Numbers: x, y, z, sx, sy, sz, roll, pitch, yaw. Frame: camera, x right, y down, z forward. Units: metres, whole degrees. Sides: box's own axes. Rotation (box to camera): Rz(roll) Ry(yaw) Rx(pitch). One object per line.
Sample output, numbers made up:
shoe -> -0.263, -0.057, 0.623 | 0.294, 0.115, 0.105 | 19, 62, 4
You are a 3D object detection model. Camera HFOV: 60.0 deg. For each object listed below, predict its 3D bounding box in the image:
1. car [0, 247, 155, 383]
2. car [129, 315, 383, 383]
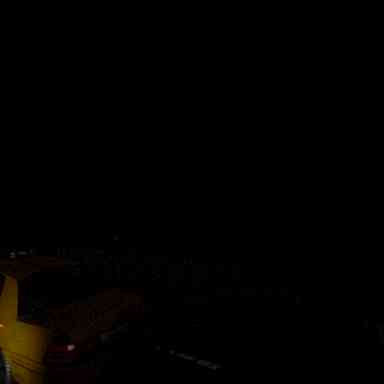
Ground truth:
car -> -2.697, 1.524, 5.012 | 4.829, 1.417, 1.752 | 0, 1, 35
car -> 1.990, 1.551, 1.672 | 4.403, 1.369, 2.008 | 0, 1, 35
